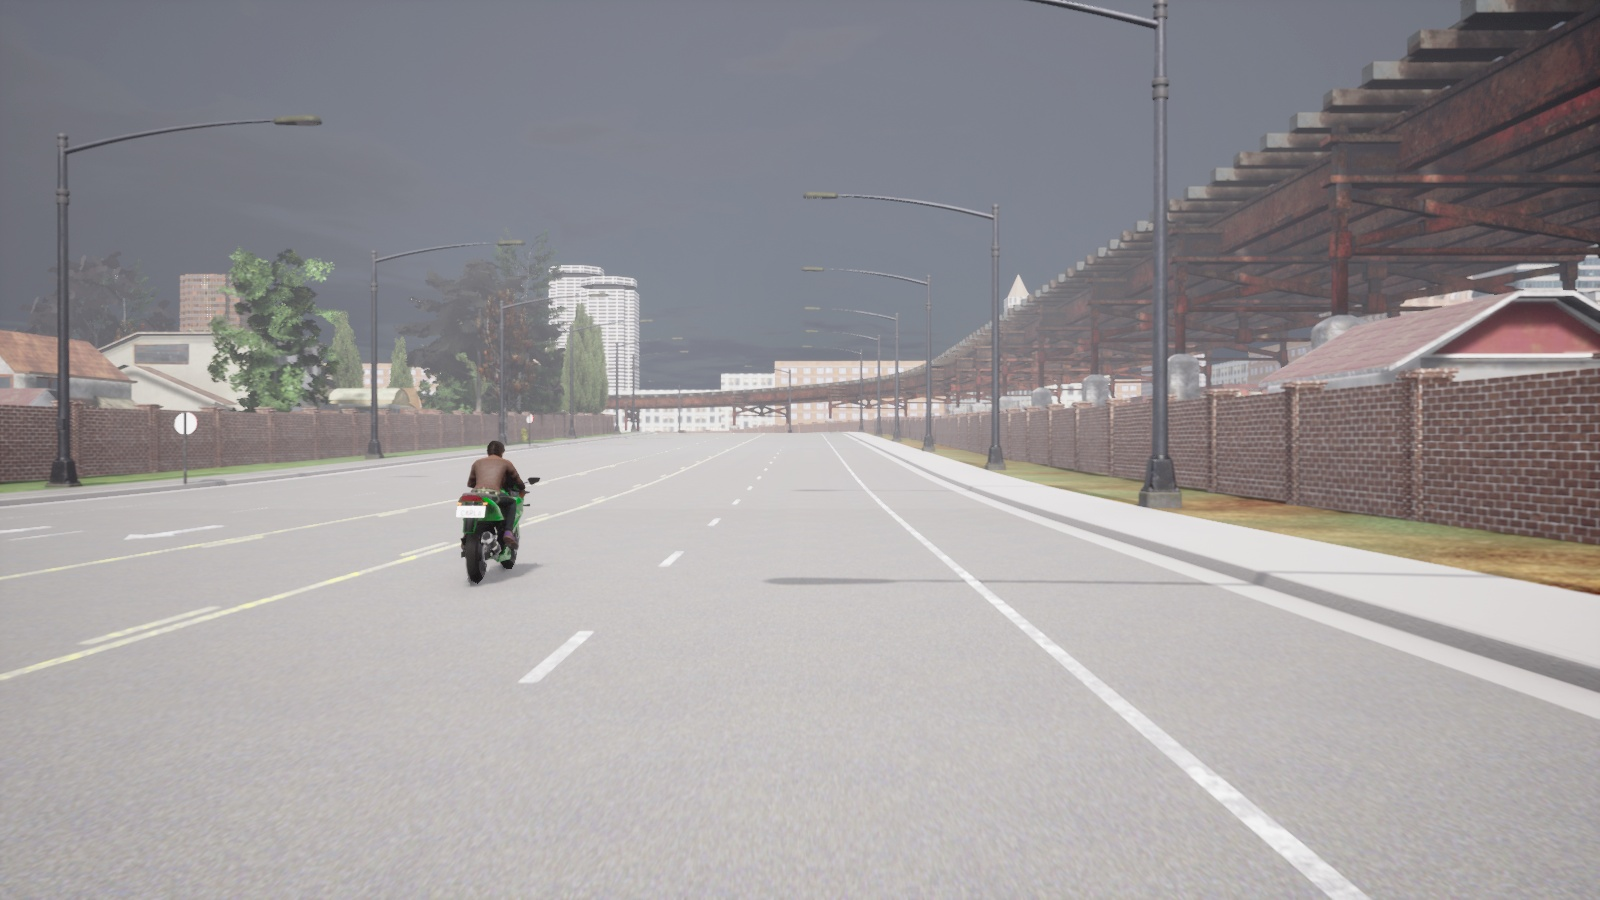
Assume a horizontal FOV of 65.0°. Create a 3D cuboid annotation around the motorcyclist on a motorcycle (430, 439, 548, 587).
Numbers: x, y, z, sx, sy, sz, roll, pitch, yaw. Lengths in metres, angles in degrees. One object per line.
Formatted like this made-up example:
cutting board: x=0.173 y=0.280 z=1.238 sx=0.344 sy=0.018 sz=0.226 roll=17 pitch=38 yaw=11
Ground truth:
motorcyclist on a motorcycle: x=-3.404 y=0.647 z=13.950 sx=0.797 sy=1.523 sz=2.044 roll=0 pitch=0 yaw=0
